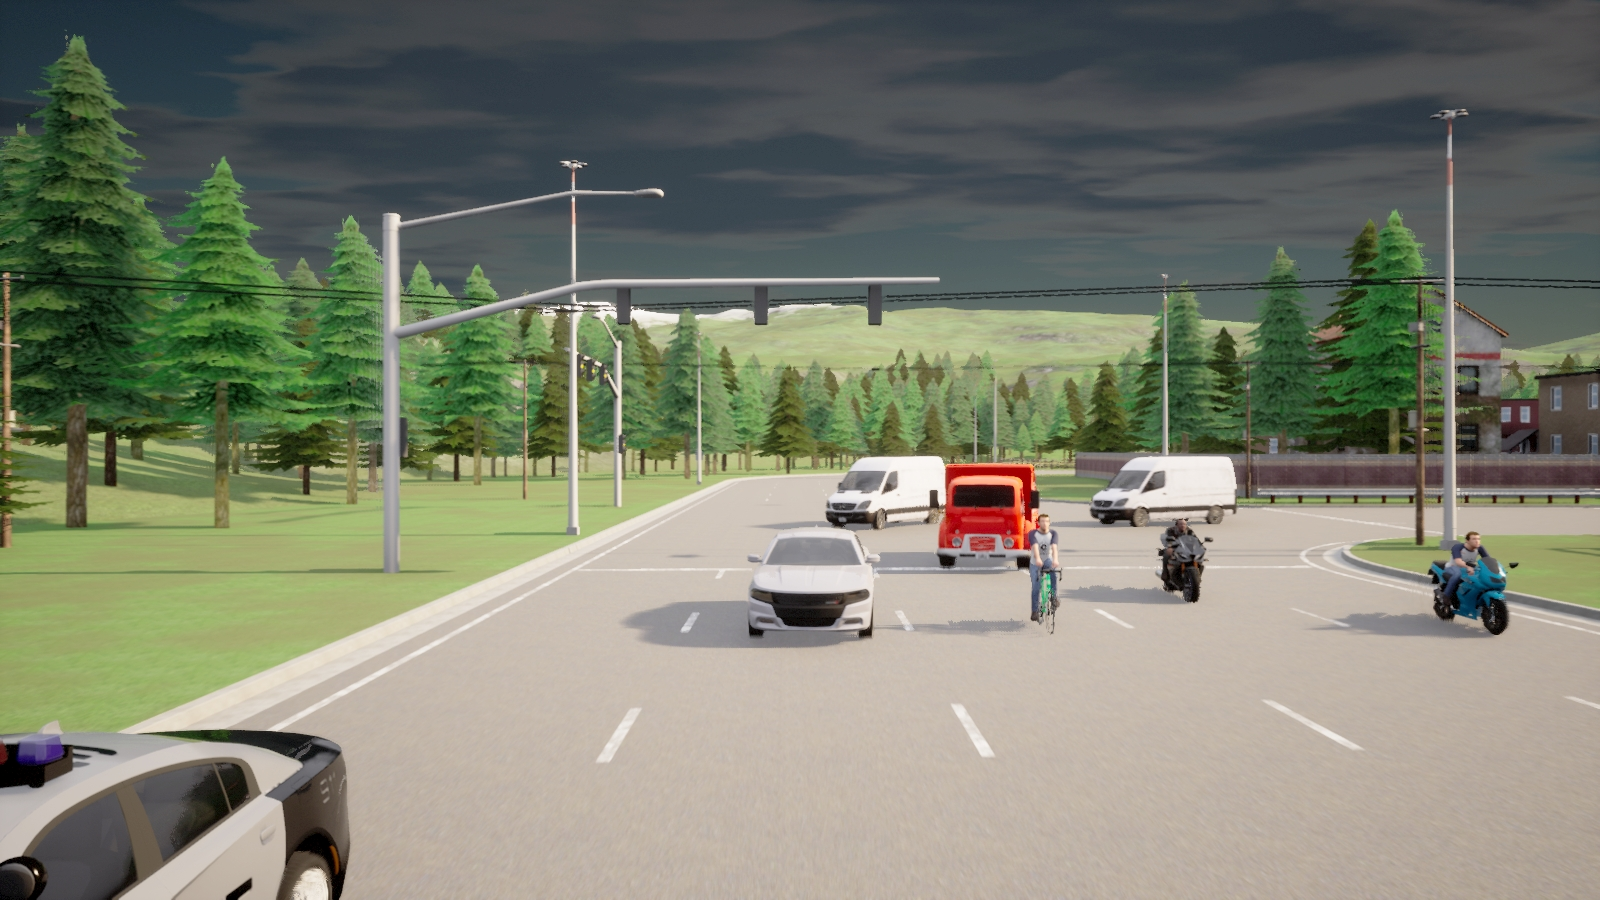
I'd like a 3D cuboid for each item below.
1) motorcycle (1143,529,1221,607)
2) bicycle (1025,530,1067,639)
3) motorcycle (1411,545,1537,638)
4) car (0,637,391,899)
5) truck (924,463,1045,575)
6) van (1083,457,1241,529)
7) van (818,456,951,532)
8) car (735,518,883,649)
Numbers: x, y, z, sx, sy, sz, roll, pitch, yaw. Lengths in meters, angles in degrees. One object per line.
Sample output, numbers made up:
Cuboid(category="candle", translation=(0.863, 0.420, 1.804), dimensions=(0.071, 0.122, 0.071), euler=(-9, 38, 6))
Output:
Cuboid(category="motorcycle", translation=(7.244, 2.205, 21.773), dimensions=(0.867, 1.251, 2.209), euler=(1, 0, 4))
Cuboid(category="bicycle", translation=(3.828, 2.056, 17.854), dimensions=(0.373, 1.496, 1.643), euler=(0, 0, 3))
Cuboid(category="motorcycle", translation=(10.547, 2.186, 17.970), dimensions=(0.803, 1.199, 2.033), euler=(0, 0, 1))
Cuboid(category="car", translation=(-3.603, 1.982, 4.486), dimensions=(2.097, 1.638, 5.238), euler=(0, 0, 0))
Cuboid(category="truck", translation=(4.695, 1.570, 28.291), dimensions=(2.627, 2.467, 5.204), euler=(0, 0, 13))
Cuboid(category="van", translation=(13.612, 1.535, 42.913), dimensions=(5.915, 2.561, 1.988), euler=(0, -1, -26))
Cuboid(category="van", translation=(3.222, 1.534, 41.954), dimensions=(1.988, 2.561, 5.915), euler=(-1, 0, 37))
Cuboid(category="car", translation=(0.245, 2.034, 18.635), dimensions=(2.097, 1.535, 5.006), euler=(0, 0, 3))
